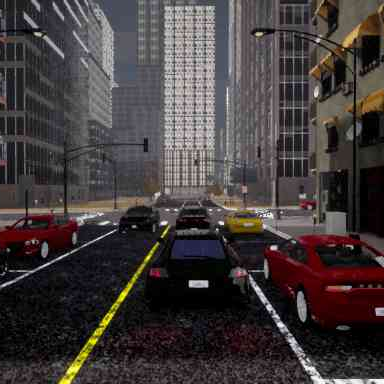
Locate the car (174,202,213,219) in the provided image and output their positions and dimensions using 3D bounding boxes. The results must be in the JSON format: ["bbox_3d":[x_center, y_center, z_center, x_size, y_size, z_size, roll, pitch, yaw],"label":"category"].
[{"bbox_3d":[0.088,1.503,17.763,1.837,1.490,4.892,0,0,-1],"label":"car"}]

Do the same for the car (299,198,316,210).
[{"bbox_3d":[14.274,1.256,37.060,4.507,1.381,1.887,-1,1,0],"label":"car"}]

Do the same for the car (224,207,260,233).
[{"bbox_3d":[2.693,1.523,18.112,1.752,1.417,4.829,-1,0,0],"label":"car"}]

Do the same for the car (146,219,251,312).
[{"bbox_3d":[0.108,1.563,7.778,1.994,1.385,4.181,0,0,0],"label":"car"}]

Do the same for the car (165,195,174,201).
[{"bbox_3d":[-5.648,1.524,83.543,1.752,1.417,4.829,-1,0,0],"label":"car"}]

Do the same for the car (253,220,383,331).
[{"bbox_3d":[2.686,1.544,6.895,1.887,1.381,4.507,-1,0,0],"label":"car"}]

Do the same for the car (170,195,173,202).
[{"bbox_3d":[-5.659,1.313,67.034,2.192,1.841,5.009,-1,0,0],"label":"car"}]

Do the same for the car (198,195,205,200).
[{"bbox_3d":[2.741,1.582,94.826,1.802,1.307,4.206,-1,0,0],"label":"car"}]

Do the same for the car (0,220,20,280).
[{"bbox_3d":[-5.696,1.439,6.914,1.967,1.590,4.097,-1,0,0],"label":"car"}]

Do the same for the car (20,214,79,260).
[{"bbox_3d":[-5.691,1.543,12.438,1.887,1.381,4.507,-1,0,0],"label":"car"}]

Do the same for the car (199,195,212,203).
[{"bbox_3d":[2.718,1.437,61.468,1.967,1.590,4.097,-1,0,0],"label":"car"}]

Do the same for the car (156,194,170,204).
[{"bbox_3d":[-5.660,1.542,61.474,1.887,1.381,4.507,-1,0,0],"label":"car"}]

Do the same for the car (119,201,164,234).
[{"bbox_3d":[-2.988,1.513,19.681,1.882,1.535,5.008,0,0,0],"label":"car"}]

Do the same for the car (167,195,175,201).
[{"bbox_3d":[-5.643,1.544,89.272,1.887,1.381,4.507,-1,0,0],"label":"car"}]
